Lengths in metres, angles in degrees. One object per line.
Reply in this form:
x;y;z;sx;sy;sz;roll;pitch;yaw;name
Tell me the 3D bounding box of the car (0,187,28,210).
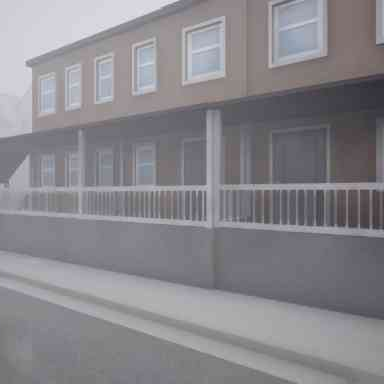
-15.717;0.953;26.417;2.150;2.045;5.566;0;10;34;car
